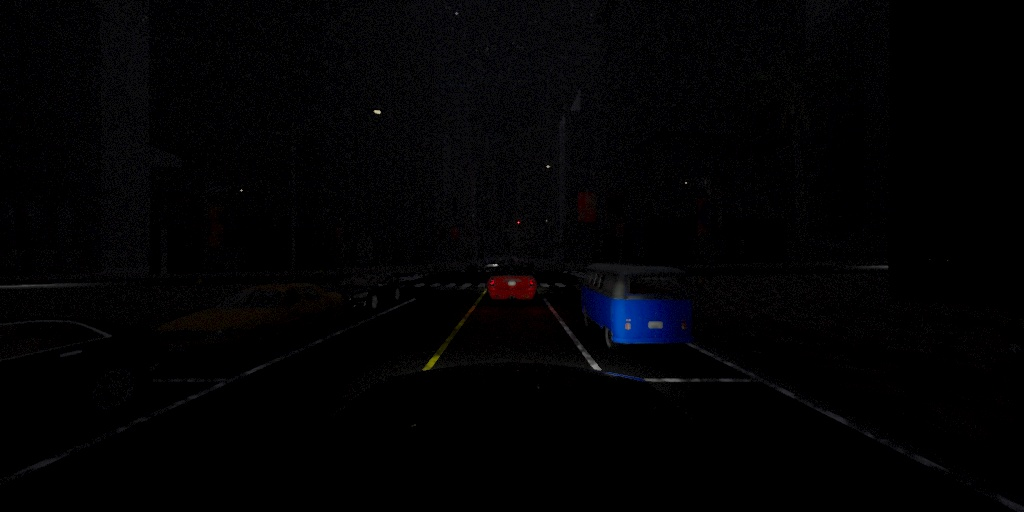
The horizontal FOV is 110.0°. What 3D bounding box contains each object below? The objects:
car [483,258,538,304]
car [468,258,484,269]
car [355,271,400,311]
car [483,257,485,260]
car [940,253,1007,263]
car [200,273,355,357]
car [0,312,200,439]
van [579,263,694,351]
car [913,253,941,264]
[{"bbox_3d":[0.000,1.115,16.470,2.097,1.767,4.553,0,0,0],"label":"car"},{"bbox_3d":[-5.956,1.306,56.430,2.007,1.370,4.403,0,0,-1],"label":"car"},{"bbox_3d":[-5.763,1.298,14.248,2.007,1.370,4.403,0,0,0],"label":"car"},{"bbox_3d":[-6.001,1.308,61.422,2.007,1.370,4.403,0,0,-1],"label":"car"},{"bbox_3d":[49.101,0.531,37.943,4.718,1.301,1.895,-1,0,0],"label":"car"},{"bbox_3d":[-5.763,1.273,8.565,1.751,1.417,4.829,0,0,0],"label":"car"},{"bbox_3d":[-5.763,1.298,3.222,2.007,1.370,4.403,0,0,0],"label":"car"},{"bbox_3d":[2.763,1.088,8.737,1.690,1.789,3.998,0,0,0],"label":"van"},{"bbox_3d":[49.111,0.391,41.193,4.902,1.511,2.128,-1,0,0],"label":"car"}]
